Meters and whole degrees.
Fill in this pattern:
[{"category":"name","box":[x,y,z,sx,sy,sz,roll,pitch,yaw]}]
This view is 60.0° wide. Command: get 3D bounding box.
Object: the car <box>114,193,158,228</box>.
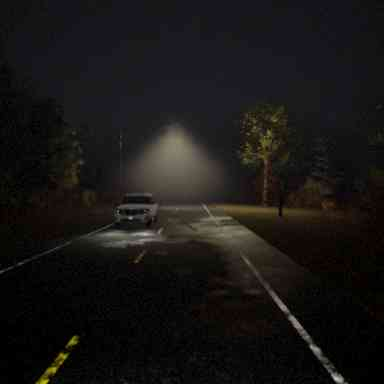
[{"category":"car","box":[-3.502,1.109,21.743,2.150,2.045,5.566,0,0,0]}]
